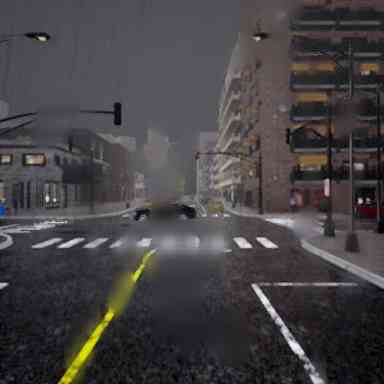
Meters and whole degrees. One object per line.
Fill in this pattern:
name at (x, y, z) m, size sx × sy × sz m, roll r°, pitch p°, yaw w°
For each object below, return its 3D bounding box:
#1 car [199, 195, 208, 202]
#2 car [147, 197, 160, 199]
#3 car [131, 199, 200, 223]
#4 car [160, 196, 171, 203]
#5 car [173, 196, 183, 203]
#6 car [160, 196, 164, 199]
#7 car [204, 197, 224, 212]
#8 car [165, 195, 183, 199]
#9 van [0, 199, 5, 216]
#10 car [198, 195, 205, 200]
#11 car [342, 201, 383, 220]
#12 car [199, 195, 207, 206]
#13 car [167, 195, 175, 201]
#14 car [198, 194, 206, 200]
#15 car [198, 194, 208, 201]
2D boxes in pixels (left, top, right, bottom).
car at (2.704, 1.483, 78.020) m, size 1.967 × 1.590 × 4.097 m, roll 0°, pitch 0°, yaw 0°
car at (-5.681, 1.531, 43.675) m, size 1.752 × 1.417 × 4.829 m, roll 0°, pitch 0°, yaw 0°
car at (-2.039, 1.520, 24.809) m, size 4.892 × 1.490 × 1.837 m, roll 0°, pitch 0°, yaw 0°
car at (-5.678, 1.585, 72.329) m, size 2.008 × 1.369 × 4.403 m, roll 0°, pitch 0°, yaw 0°
car at (-2.993, 1.523, 71.547) m, size 1.837 × 1.490 × 4.892 m, roll 0°, pitch 0°, yaw 0°
car at (-5.680, 1.554, 49.543) m, size 1.887 × 1.381 × 4.507 m, roll 0°, pitch 0°, yaw 0°
car at (2.700, 1.528, 38.314) m, size 1.752 × 1.417 × 4.829 m, roll 0°, pitch 0°, yaw 0°
car at (-3.051, 1.492, 56.314) m, size 1.882 × 1.535 × 5.008 m, roll 0°, pitch 0°, yaw 0°
van at (-17.655, 1.406, 27.384) m, size 3.998 × 1.788 × 1.690 m, roll 0°, pitch 0°, yaw 0°
car at (2.705, 1.656, 95.111) m, size 1.802 × 1.307 × 4.206 m, roll 0°, pitch 0°, yaw 0°
car at (14.723, 1.440, 27.621) m, size 4.097 × 1.590 × 1.967 m, roll 0°, pitch 0°, yaw 0°
car at (2.701, 1.580, 55.233) m, size 1.947 × 1.339 × 4.313 m, roll 0°, pitch 0°, yaw 0°
car at (-5.675, 1.503, 89.419) m, size 1.967 × 1.590 × 4.097 m, roll 0°, pitch 0°, yaw 0°
car at (2.702, 1.585, 72.323) m, size 2.008 × 1.369 × 4.403 m, roll 0°, pitch 0°, yaw 0°
car at (2.705, 1.368, 83.718) m, size 2.192 × 1.841 × 5.009 m, roll 0°, pitch 0°, yaw 0°
